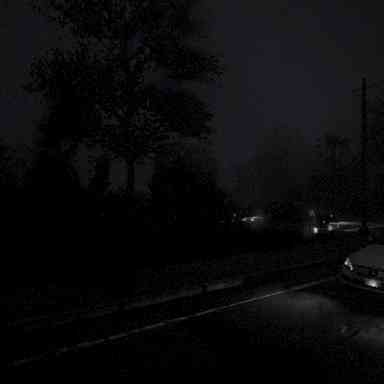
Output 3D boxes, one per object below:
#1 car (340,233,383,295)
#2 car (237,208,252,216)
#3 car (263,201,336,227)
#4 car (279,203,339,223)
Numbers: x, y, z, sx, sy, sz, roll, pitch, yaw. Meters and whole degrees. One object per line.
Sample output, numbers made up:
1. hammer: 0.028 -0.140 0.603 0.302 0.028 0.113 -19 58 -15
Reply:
1. car: 5.448 1.525 7.896 4.674 1.442 1.812 0 0 -36
2. car: 3.929 1.769 33.222 1.994 1.385 4.181 0 -1 -41
3. car: 7.309 1.426 23.648 2.097 1.767 4.553 0 -1 -38
4. car: 9.323 1.651 26.772 1.994 1.385 4.181 0 -1 -39
